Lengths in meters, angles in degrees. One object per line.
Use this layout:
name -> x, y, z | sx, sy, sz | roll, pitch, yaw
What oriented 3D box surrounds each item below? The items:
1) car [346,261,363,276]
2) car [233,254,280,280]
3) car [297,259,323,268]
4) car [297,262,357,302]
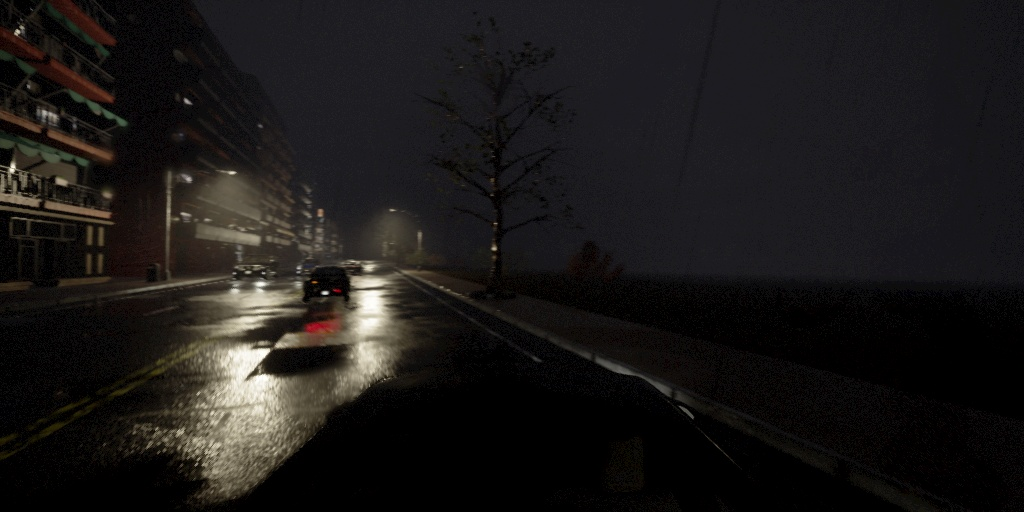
car -> -16.762, 1.244, 37.710 | 2.128, 1.511, 4.902 | 1, 0, -22
car -> -20.572, 0.850, 29.171 | 2.150, 2.045, 5.566 | 1, 0, -22
car -> -19.207, 1.042, 34.563 | 2.097, 1.767, 4.553 | 1, 0, -21
car -> -8.511, 1.235, 16.894 | 1.837, 1.490, 4.892 | 1, 0, -22
